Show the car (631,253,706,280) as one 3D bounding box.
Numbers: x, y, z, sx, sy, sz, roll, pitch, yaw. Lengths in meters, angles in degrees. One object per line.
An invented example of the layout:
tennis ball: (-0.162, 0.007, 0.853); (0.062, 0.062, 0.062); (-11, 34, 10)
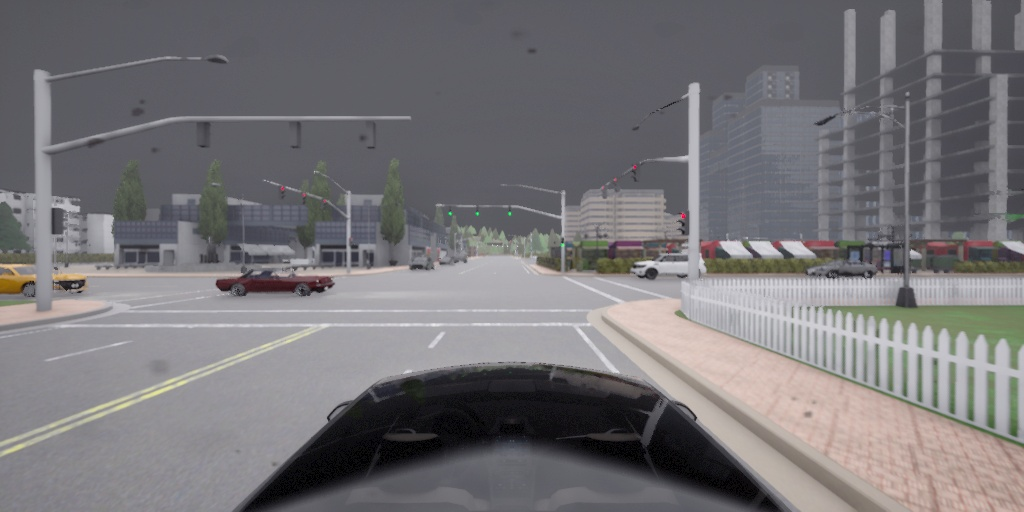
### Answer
car: (12.333, 0.800, 28.348); (5.566, 2.045, 2.150); (0, 0, -1)

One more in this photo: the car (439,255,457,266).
car: (-10.554, 0.893, 58.034); (1.837, 1.490, 4.892); (0, 0, 0)

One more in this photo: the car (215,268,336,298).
car: (-11.233, 1.251, 17.335); (4.718, 1.301, 1.895); (0, 0, -2)

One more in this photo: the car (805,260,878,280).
car: (26.262, 1.067, 28.698); (4.902, 1.511, 2.128); (0, 0, -1)

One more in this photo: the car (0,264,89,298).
car: (-23.310, 1.130, 17.005); (5.008, 1.535, 1.882); (0, 0, -2)

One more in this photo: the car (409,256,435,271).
car: (-10.595, 0.842, 42.363); (2.097, 1.767, 4.553); (0, 0, 0)
